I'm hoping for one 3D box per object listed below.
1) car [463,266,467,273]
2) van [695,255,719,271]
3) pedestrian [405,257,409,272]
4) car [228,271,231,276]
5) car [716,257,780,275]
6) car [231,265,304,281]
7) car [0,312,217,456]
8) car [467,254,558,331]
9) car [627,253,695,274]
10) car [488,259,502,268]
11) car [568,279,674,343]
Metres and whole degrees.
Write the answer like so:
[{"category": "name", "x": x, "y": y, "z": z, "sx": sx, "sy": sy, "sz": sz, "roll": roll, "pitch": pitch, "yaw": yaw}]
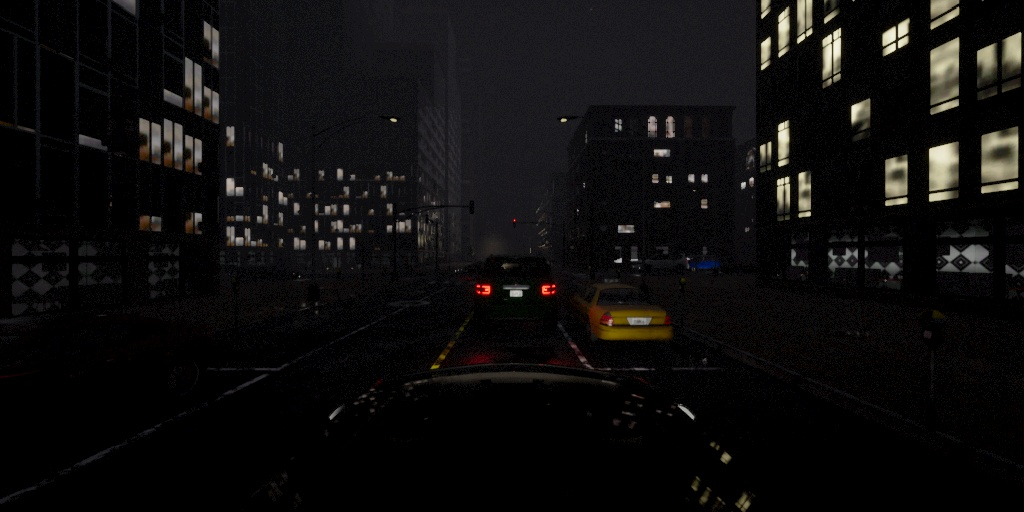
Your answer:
[{"category": "car", "x": -3.048, "y": 1.290, "z": 38.307, "sx": 4.674, "sy": 1.442, "sz": 1.812, "roll": -1, "pitch": 1, "yaw": -44}, {"category": "van", "x": 20.944, "y": 0.798, "z": 39.800, "sx": 3.998, "sy": 1.789, "sz": 1.690, "roll": 0, "pitch": 0, "yaw": -1}, {"category": "pedestrian", "x": -12.387, "y": 1.018, "z": 42.342, "sx": 0.375, "sy": 1.860, "sz": 0.375, "roll": 0, "pitch": 1, "yaw": -1}, {"category": "car", "x": -28.436, "y": 1.647, "z": 39.143, "sx": 4.403, "sy": 1.370, "sz": 2.007, "roll": 0, "pitch": 0, "yaw": -1}, {"category": "car", "x": 21.059, "y": 1.018, "z": 31.921, "sx": 4.507, "sy": 1.381, "sz": 1.888, "roll": 0, "pitch": 0, "yaw": -1}, {"category": "car", "x": -22.747, "y": 1.579, "z": 33.837, "sx": 5.357, "sy": 1.411, "sz": 2.033, "roll": -1, "pitch": 0, "yaw": -1}, {"category": "car", "x": -5.317, "y": 1.332, "z": 3.783, "sx": 1.802, "sy": 1.307, "sz": 4.207, "roll": 0, "pitch": 0, "yaw": 0}, {"category": "car", "x": 0.090, "y": 0.971, "z": 11.072, "sx": 2.150, "sy": 2.045, "sz": 5.566, "roll": 0, "pitch": 0, "yaw": 0}, {"category": "car", "x": 15.401, "y": 0.754, "z": 37.271, "sx": 5.566, "sy": 2.045, "sz": 2.150, "roll": -1, "pitch": 0, "yaw": -1}, {"category": "car", "x": -2.861, "y": 1.242, "z": 61.413, "sx": 2.128, "sy": 1.511, "sz": 4.902, "roll": 0, "pitch": 0, "yaw": 0}, {"category": "car", "x": 2.558, "y": 1.275, "z": 9.519, "sx": 1.751, "sy": 1.417, "sz": 4.829, "roll": 0, "pitch": 0, "yaw": 0}]
